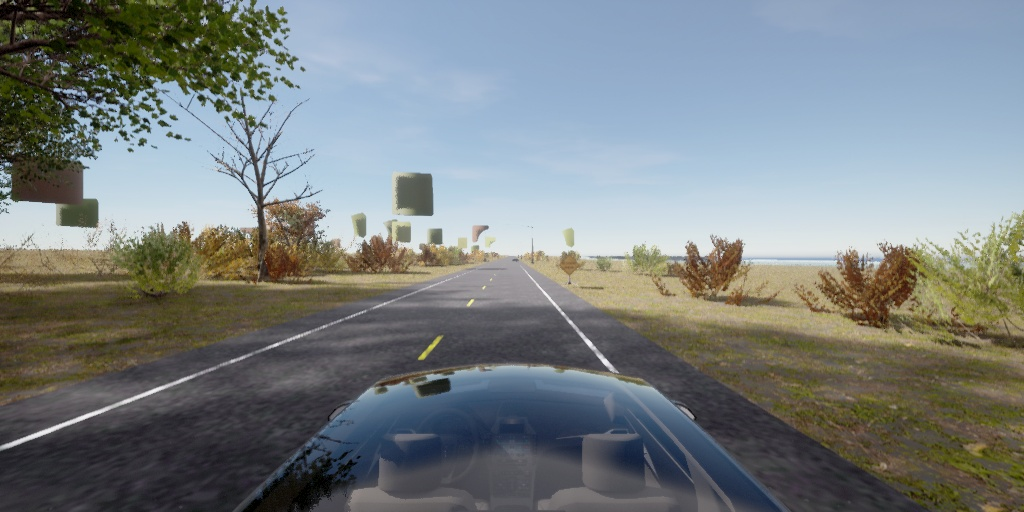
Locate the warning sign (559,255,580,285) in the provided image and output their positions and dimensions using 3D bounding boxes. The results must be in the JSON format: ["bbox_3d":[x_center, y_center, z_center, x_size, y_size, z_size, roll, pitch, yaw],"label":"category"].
[{"bbox_3d":[3.550,0.850,22.121,1.300,1.860,1.060,0,0,0],"label":"warning sign"}]
